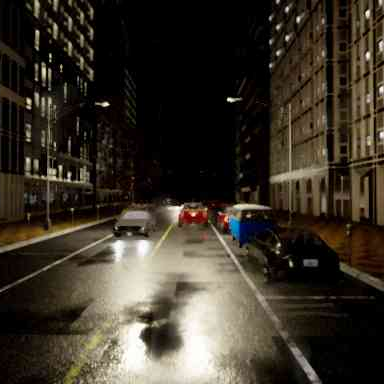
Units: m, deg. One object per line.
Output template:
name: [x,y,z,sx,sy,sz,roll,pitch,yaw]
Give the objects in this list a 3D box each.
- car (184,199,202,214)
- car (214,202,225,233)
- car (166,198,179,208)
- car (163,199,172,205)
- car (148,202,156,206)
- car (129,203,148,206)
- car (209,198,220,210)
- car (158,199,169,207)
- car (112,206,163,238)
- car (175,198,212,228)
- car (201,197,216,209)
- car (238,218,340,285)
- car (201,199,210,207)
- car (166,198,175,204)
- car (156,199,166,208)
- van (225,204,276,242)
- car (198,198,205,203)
car: [0.094,1.750,41.657,2.097,1.767,4.553,0,0,0]
car: [2.690,1.647,21.007,1.967,1.590,4.097,0,-1,0]
car: [-3.056,1.918,60.388,2.097,1.767,4.553,0,-1,1]
car: [-5.700,2.298,77.934,1.802,1.307,4.206,0,0,0]
car: [-5.694,1.916,38.092,2.008,1.369,4.403,0,-1,0]
car: [-5.693,1.837,32.229,1.752,1.417,4.829,0,-1,0]
car: [2.687,1.732,43.775,2.192,1.841,5.009,0,-1,0]
car: [-5.699,2.185,66.552,1.947,1.339,4.313,0,-1,0]
car: [-3.104,1.737,19.174,2.033,1.411,5.357,0,-1,0]
car: [0.095,1.594,24.627,2.097,1.767,4.553,0,0,0]
car: [2.685,1.835,55.160,2.192,1.841,5.009,0,-1,0]
car: [2.692,1.663,9.621,1.947,1.339,4.313,0,-1,0]
car: [2.682,2.146,66.711,1.752,1.417,4.829,0,0,0]
car: [-5.703,2.362,89.320,2.008,1.369,4.403,0,0,0]
car: [-5.697,2.121,60.860,2.008,1.369,4.403,0,-1,0]
van: [2.691,1.493,15.317,1.690,1.788,3.998,0,-1,0]
car: [2.677,2.425,95.001,1.947,1.339,4.313,0,0,0]
